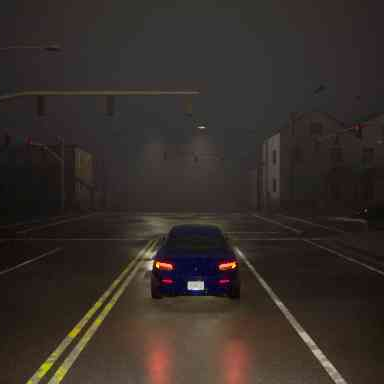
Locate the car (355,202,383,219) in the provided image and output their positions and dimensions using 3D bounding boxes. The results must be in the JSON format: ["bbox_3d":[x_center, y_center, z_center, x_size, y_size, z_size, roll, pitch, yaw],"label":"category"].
[{"bbox_3d":[16.305,1.526,28.033,4.674,1.442,1.812,0,0,-1],"label":"car"}]

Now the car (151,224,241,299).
[{"bbox_3d":[0.086,1.526,8.304,1.812,1.442,4.674,0,0,0],"label":"car"}]
